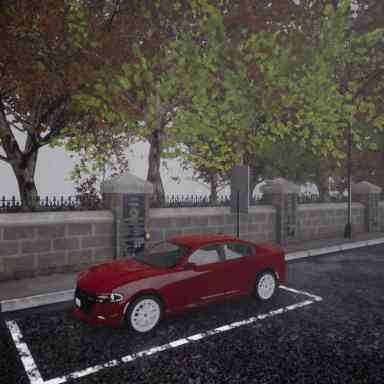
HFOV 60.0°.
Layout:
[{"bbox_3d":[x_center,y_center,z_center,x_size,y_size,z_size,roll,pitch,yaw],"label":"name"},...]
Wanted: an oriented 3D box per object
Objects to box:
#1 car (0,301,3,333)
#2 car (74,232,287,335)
[{"bbox_3d":[-4.500,1.551,3.446,4.403,1.369,2.008,0,0,-35],"label":"car"},{"bbox_3d":[-0.018,1.545,6.702,4.507,1.381,1.887,0,0,-35],"label":"car"}]
